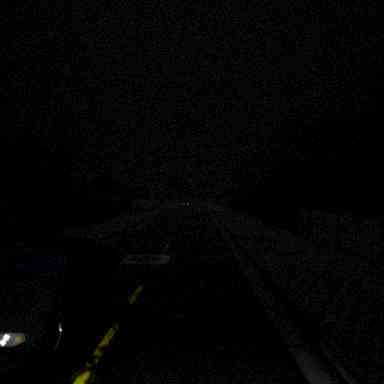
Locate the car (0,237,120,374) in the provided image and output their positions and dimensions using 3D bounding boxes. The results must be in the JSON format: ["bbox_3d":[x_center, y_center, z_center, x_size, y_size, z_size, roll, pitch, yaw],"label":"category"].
[{"bbox_3d":[-2.773,1.616,6.338,2.033,1.411,5.357,0,-1,1],"label":"car"}]
